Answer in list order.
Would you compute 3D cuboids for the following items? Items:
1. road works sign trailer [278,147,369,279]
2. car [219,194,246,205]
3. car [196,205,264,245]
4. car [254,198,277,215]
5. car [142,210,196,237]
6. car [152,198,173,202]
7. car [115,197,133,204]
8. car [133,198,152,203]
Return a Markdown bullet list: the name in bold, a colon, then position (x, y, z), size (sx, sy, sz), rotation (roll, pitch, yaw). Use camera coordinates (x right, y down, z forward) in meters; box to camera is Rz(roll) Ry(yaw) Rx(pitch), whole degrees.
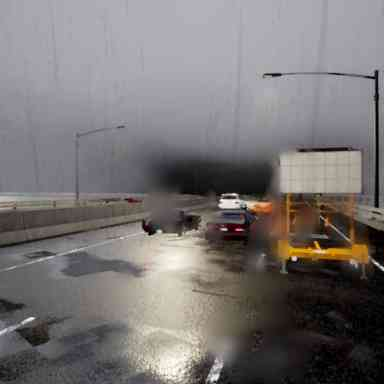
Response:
- **road works sign trailer**: position (3.909, 0.467, 10.245), size (2.380, 3.560, 2.880), rotation (0, 0, 17)
- **car**: position (4.438, 1.226, 35.883), size (2.150, 2.045, 5.566), rotation (0, 0, 17)
- **car**: position (2.002, 1.550, 15.739), size (2.033, 1.411, 5.357), rotation (0, 0, 17)
- **car**: position (7.487, 1.357, 33.881), size (2.097, 1.767, 4.553), rotation (0, 0, 17)
- **car**: position (-0.919, 1.603, 18.183), size (1.895, 1.301, 4.718), rotation (0, 0, 17)
- **car**: position (-3.504, 1.568, 46.441), size (1.994, 1.385, 4.181), rotation (0, 0, 17)
- **car**: position (-9.748, 1.530, 49.937), size (1.812, 1.442, 4.674), rotation (0, 0, 17)
- **car**: position (-6.428, 1.605, 48.838), size (1.895, 1.301, 4.718), rotation (0, 0, 17)
